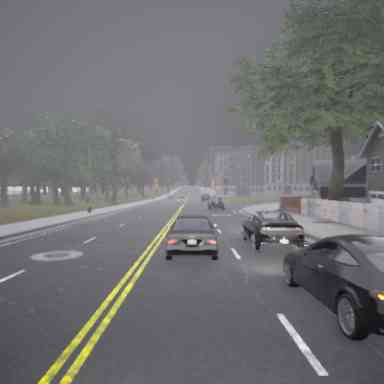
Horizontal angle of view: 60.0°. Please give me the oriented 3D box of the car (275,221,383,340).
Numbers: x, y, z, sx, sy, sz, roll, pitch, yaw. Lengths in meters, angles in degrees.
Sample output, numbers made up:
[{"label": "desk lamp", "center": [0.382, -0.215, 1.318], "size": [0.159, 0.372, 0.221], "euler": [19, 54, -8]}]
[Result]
[{"label": "car", "center": [3.234, 1.545, 6.458], "size": [1.812, 1.442, 4.674], "euler": [0, 0, -2]}]

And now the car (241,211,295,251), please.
[{"label": "car", "center": [3.273, 1.535, 14.196], "size": [2.128, 1.511, 4.902], "euler": [0, 0, 0]}]

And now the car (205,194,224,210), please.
[{"label": "car", "center": [3.247, 1.490, 45.890], "size": [2.097, 1.767, 4.553], "euler": [0, 0, 0]}]

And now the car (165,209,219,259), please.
[{"label": "car", "center": [0.011, 1.585, 12.723], "size": [2.033, 1.411, 5.357], "euler": [0, 0, 0]}]

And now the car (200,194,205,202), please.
[{"label": "car", "center": [3.237, 1.390, 79.502], "size": [2.150, 2.045, 5.566], "euler": [0, 0, 0]}]
